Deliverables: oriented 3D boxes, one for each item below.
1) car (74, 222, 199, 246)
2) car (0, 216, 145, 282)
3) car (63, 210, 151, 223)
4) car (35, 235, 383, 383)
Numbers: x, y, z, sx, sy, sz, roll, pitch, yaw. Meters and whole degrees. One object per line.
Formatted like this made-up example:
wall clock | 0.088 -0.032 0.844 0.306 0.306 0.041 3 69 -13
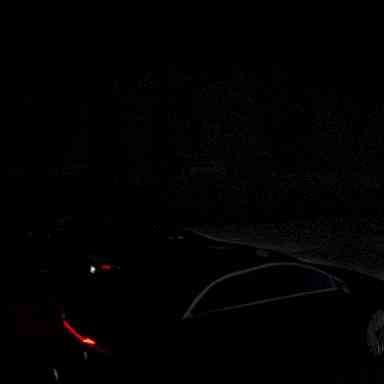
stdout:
car | -0.333 1.553 7.859 4.181 1.385 1.994 0 0 -32
car | -4.000 1.582 9.699 4.718 1.301 1.895 0 0 -32
car | -3.708 1.502 14.020 4.674 1.442 1.812 0 0 -32
car | 0.770 1.486 4.422 4.902 1.511 2.128 0 0 -32
